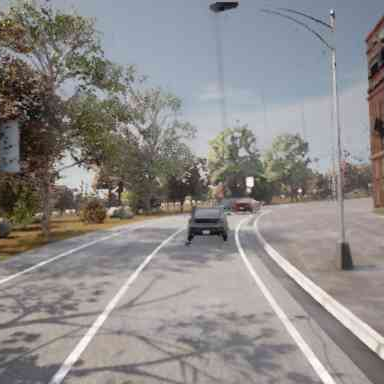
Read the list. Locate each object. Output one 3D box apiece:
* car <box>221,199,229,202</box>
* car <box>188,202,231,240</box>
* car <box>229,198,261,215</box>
[{"bbox_3d":[4.457,1.522,39.545,2.128,1.511,4.902,-3,-1,28],"label":"car"},{"bbox_3d":[0.909,1.496,16.945,1.837,1.490,4.892,-1,0,7],"label":"car"},{"bbox_3d":[5.765,1.387,34.448,1.882,1.535,5.008,-3,-1,23],"label":"car"}]
